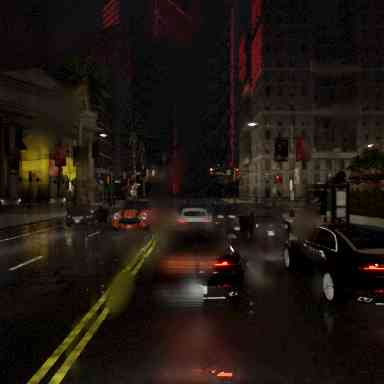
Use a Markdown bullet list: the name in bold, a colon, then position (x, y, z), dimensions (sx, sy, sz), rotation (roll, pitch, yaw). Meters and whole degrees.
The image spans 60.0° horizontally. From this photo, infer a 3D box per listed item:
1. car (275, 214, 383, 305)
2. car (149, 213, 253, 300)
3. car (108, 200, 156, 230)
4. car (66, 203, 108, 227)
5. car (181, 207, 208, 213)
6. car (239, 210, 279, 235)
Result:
- **car**: position (3.623, 1.505, 8.050), dimensions (1.837, 1.490, 4.892), rotation (0, 0, 0)
- **car**: position (0.120, 1.505, 8.378), dimensions (1.837, 1.490, 4.892), rotation (0, 0, 0)
- **car**: position (-3.493, 1.351, 20.780), dimensions (2.097, 1.767, 4.553), rotation (0, 0, 0)
- **car**: position (-6.973, 1.504, 22.677), dimensions (2.128, 1.511, 4.902), rotation (0, 0, 0)
- **car**: position (0.118, 1.525, 17.478), dimensions (1.812, 1.442, 4.674), rotation (0, 0, 0)
- **car**: position (3.622, 1.601, 17.372), dimensions (1.895, 1.301, 4.718), rotation (0, 0, 0)
